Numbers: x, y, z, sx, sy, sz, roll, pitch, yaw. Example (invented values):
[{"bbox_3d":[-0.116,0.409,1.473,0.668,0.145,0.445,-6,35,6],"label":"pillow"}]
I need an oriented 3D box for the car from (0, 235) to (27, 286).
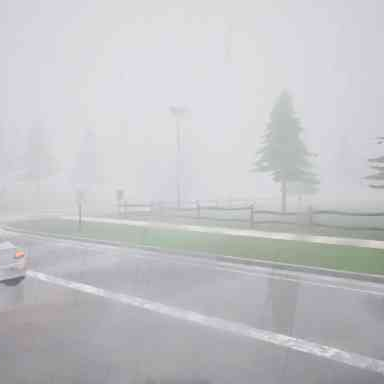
[{"bbox_3d":[-5.847,1.526,8.114,4.674,1.442,1.812,0,0,36],"label":"car"}]
